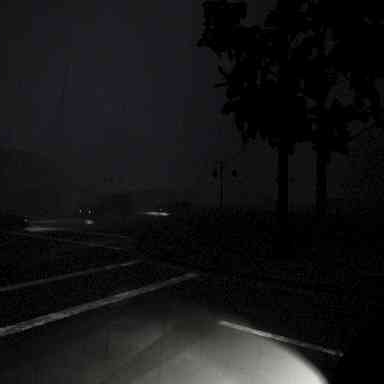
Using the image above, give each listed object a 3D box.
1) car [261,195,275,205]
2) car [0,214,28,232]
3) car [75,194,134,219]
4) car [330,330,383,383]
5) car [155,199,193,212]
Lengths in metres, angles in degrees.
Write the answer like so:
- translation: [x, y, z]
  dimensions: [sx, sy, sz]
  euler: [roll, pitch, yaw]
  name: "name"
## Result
- translation: [13.891, 1.347, 60.734]
  dimensions: [2.097, 1.767, 4.553]
  euler: [0, 0, 7]
  name: "car"
- translation: [-11.900, 1.533, 17.921]
  dimensions: [5.357, 1.411, 2.033]
  euler: [0, 0, -44]
  name: "car"
- translation: [-7.729, 1.222, 30.005]
  dimensions: [2.150, 2.045, 5.566]
  euler: [0, 0, 35]
  name: "car"
- translation: [2.951, 1.564, 1.868]
  dimensions: [4.181, 1.385, 1.994]
  euler: [0, 0, 36]
  name: "car"
- translation: [-1.928, 1.547, 38.569]
  dimensions: [2.033, 1.411, 5.357]
  euler: [0, 0, 34]
  name: "car"
